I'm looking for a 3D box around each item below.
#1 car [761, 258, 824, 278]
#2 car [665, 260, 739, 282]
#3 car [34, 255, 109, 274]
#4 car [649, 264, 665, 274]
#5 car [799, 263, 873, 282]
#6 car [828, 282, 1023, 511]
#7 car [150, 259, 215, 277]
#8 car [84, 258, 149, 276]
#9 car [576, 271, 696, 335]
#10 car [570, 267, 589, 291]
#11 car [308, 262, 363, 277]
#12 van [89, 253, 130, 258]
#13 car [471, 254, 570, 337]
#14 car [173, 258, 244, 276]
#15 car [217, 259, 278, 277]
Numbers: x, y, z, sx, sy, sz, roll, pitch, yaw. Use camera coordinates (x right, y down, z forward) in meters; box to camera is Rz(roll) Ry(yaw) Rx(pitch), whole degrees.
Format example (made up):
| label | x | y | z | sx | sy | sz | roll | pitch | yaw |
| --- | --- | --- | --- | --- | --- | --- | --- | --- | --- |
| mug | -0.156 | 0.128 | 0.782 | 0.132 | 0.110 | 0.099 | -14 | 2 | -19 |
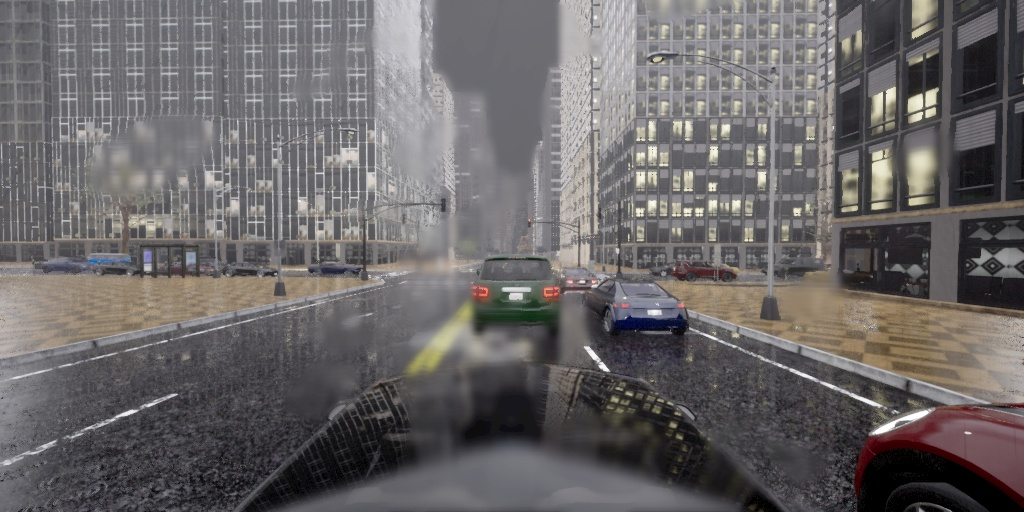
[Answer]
| label | x | y | z | sx | sy | sz | roll | pitch | yaw |
| --- | --- | --- | --- | --- | --- | --- | --- | --- | --- |
| car | 28.377 | 1.187 | 36.110 | 5.566 | 2.045 | 2.150 | 0 | 1 | 2 |
| car | 16.240 | 1.269 | 30.568 | 5.009 | 1.841 | 2.192 | 0 | 0 | 1 |
| car | -42.078 | 0.913 | 34.305 | 4.674 | 1.442 | 1.812 | 0 | 1 | 1 |
| car | 16.470 | 1.367 | 36.369 | 4.892 | 1.490 | 1.837 | 0 | 1 | -1 |
| car | 27.688 | 1.579 | 30.353 | 4.829 | 1.417 | 1.751 | 0 | 0 | 1 |
| car | 3.344 | 1.103 | 0.485 | 2.097 | 1.767 | 4.553 | 0 | 0 | 0 |
| car | -28.368 | 1.138 | 31.300 | 4.207 | 1.307 | 1.802 | 0 | 0 | 1 |
| car | -34.048 | 1.069 | 31.483 | 4.313 | 1.339 | 1.948 | 0 | 0 | 1 |
| car | 3.371 | 1.310 | 10.528 | 1.994 | 1.385 | 4.181 | 0 | 0 | -1 |
| car | 3.381 | 1.288 | 19.771 | 2.033 | 1.411 | 5.357 | 0 | 0 | 0 |
| car | -16.329 | 1.225 | 33.567 | 4.718 | 1.301 | 1.895 | 1 | 1 | 5 |
| van | -45.225 | 0.605 | 40.161 | 3.998 | 1.789 | 1.690 | 0 | 0 | 1 |
| car | 0.114 | 0.967 | 10.434 | 2.150 | 2.045 | 5.566 | 0 | 0 | 0 |
| car | -28.689 | 1.001 | 33.996 | 4.902 | 1.511 | 2.128 | 0 | 1 | 1 |
| car | -22.684 | 1.174 | 31.158 | 4.313 | 1.339 | 1.948 | 0 | 0 | 1 |
